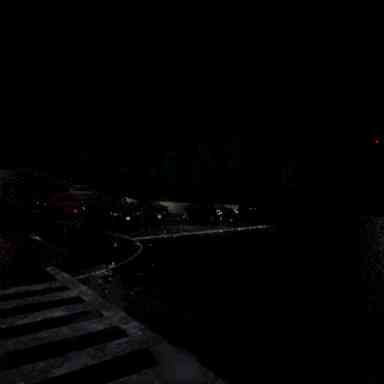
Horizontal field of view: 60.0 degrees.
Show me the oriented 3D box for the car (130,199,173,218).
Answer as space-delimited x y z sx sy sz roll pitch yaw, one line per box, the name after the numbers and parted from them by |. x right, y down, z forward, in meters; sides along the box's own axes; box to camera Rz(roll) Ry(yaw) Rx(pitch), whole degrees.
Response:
-4.059 1.518 32.279 1.882 1.535 5.008 0 1 -37 | car

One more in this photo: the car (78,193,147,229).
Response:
-5.553 1.269 22.567 2.150 2.045 5.566 0 0 -37 | car

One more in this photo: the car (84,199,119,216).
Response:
-9.113 1.527 33.211 1.994 1.385 4.181 0 2 -37 | car

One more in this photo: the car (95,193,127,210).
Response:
-9.867 1.077 40.102 2.097 1.767 4.553 0 3 -36 | car

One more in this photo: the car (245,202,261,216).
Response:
4.379 1.606 33.106 2.033 1.411 5.357 0 0 -38 | car

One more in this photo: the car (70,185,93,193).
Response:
-16.138 0.142 48.658 2.150 2.045 5.566 0 6 -36 | car

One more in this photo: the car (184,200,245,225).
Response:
1.406 1.400 24.949 2.097 1.767 4.553 0 0 -37 | car

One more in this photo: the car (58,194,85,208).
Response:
-14.944 1.090 41.078 1.895 1.301 4.718 0 4 -36 | car

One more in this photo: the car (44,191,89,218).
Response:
-11.594 1.196 30.678 2.150 2.045 5.566 0 1 -36 | car

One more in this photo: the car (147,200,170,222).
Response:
-3.801 1.541 26.075 2.128 1.511 4.902 0 0 -37 | car

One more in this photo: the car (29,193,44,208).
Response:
-17.797 0.987 39.055 1.837 1.490 4.892 0 4 -36 | car
